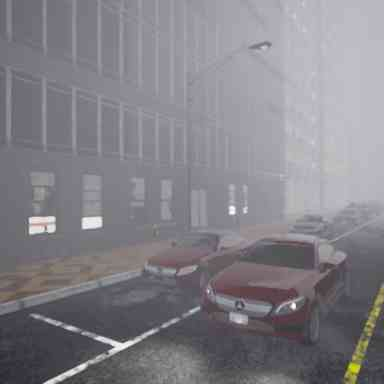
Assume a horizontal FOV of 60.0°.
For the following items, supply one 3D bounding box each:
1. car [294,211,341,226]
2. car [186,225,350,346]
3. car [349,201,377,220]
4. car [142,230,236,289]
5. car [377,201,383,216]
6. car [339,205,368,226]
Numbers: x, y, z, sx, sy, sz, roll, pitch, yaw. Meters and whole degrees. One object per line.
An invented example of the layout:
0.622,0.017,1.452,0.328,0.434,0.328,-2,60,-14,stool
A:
6.848,1.918,18.753,1.802,1.307,4.206,-1,-1,34,car
2.004,1.654,6.866,1.812,1.442,4.674,-1,-1,34,car
16.473,1.885,32.878,2.192,1.841,5.009,-1,-1,34,car
0.431,1.758,9.339,1.802,1.307,4.206,-1,-1,34,car
22.890,2.038,42.292,2.192,1.841,5.009,-1,-1,34,car
13.266,2.059,28.166,1.947,1.339,4.313,-1,-1,34,car
